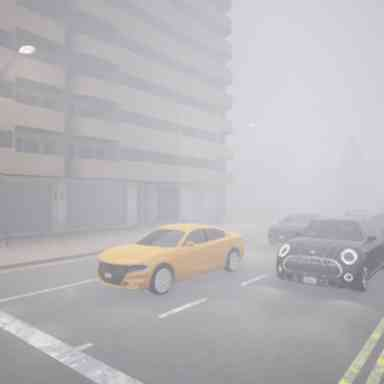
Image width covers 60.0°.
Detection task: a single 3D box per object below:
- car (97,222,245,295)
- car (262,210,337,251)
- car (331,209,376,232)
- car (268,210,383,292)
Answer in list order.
[{"bbox_3d":[-0.346,1.678,9.593,1.882,1.535,5.008,-1,-1,40],"label":"car"},{"bbox_3d":[5.597,1.787,16.801,1.882,1.535,5.008,-1,-1,40],"label":"car"},{"bbox_3d":[12.014,2.027,24.561,1.895,1.301,4.718,-1,-1,40],"label":"car"},{"bbox_3d":[4.218,1.526,9.635,2.097,1.767,4.553,-1,-1,40],"label":"car"}]
